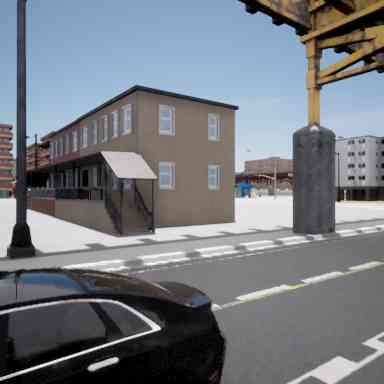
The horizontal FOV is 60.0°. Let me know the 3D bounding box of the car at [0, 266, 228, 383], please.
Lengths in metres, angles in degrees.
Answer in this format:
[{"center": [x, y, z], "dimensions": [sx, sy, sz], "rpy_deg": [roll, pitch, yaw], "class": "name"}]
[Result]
[{"center": [-1.910, 1.505, 2.616], "dimensions": [4.892, 1.490, 1.837], "rpy_deg": [0, 0, -36], "class": "car"}]
